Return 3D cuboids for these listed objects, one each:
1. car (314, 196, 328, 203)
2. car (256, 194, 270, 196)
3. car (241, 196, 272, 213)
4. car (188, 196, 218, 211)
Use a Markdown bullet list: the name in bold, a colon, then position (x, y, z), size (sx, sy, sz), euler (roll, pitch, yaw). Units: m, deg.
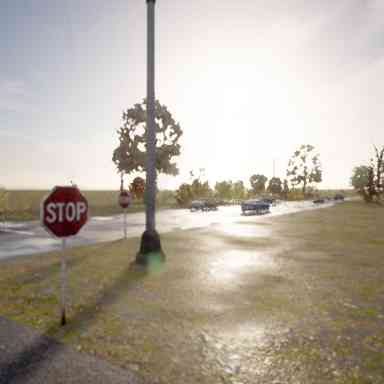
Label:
- **car**: position (27.465, 1.779, 71.672), size (1.895, 1.301, 4.718), euler (0, 0, 27)
- **car**: position (12.032, 1.378, 57.618), size (2.150, 2.045, 5.566), euler (0, 0, 34)
- **car**: position (7.343, 1.580, 38.087), size (1.882, 1.535, 5.008), euler (0, 0, 34)
- **car**: position (1.468, 1.419, 41.916), size (2.097, 1.767, 4.553), euler (0, 0, 34)
